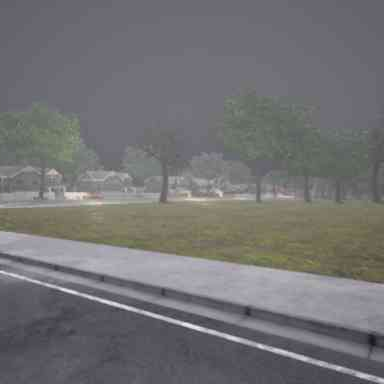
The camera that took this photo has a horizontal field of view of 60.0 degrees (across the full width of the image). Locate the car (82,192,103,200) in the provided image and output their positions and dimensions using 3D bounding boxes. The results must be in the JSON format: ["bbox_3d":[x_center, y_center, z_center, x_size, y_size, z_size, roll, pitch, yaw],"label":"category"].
[{"bbox_3d":[-22.188,0.890,74.303,2.097,1.767,4.553,1,1,36],"label":"car"}]
